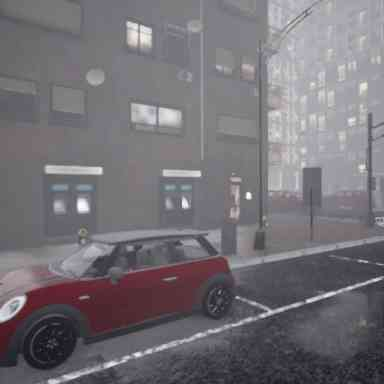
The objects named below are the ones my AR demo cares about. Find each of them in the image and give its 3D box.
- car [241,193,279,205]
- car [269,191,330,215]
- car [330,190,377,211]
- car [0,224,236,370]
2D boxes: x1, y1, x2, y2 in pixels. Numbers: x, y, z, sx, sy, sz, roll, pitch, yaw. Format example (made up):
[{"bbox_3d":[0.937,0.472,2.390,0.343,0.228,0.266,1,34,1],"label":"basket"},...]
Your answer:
[{"bbox_3d":[8.196,0.808,40.381,1.947,1.339,4.313,1,1,-35],"label":"car"},{"bbox_3d":[7.828,0.819,26.434,2.192,1.841,5.009,1,1,-35],"label":"car"},{"bbox_3d":[14.625,0.766,31.334,2.192,1.841,5.009,1,1,-35],"label":"car"},{"bbox_3d":[-1.271,1.421,5.623,4.097,1.590,1.967,-1,0,-35],"label":"car"}]
